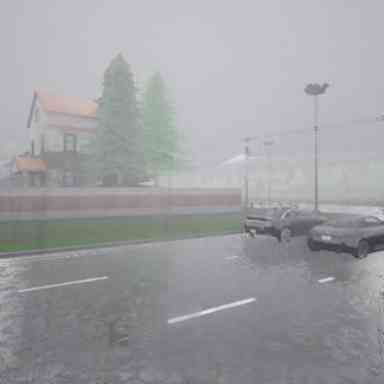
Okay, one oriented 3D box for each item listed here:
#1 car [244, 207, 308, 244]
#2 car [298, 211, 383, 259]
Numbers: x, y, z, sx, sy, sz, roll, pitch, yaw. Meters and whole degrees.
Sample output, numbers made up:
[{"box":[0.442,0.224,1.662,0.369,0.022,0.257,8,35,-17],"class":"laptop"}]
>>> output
[{"box":[4.600,1.452,15.617,4.902,1.511,2.128,0,0,-35],"class":"car"},{"box":[6.216,1.526,12.474,4.181,1.385,1.994,0,0,-35],"class":"car"}]
